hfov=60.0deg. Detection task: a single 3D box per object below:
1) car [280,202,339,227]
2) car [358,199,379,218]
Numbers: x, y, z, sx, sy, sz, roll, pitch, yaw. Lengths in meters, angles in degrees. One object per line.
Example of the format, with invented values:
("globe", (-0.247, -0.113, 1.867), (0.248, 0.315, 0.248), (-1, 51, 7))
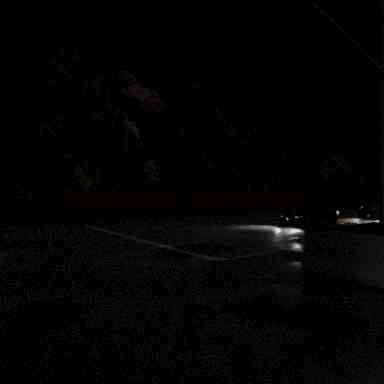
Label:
("car", (8.053, 1.494, 22.619), (4.892, 1.490, 1.837), (0, 0, -35))
("car", (16.230, 1.335, 28.429), (4.553, 1.767, 2.097), (0, 0, -35))
